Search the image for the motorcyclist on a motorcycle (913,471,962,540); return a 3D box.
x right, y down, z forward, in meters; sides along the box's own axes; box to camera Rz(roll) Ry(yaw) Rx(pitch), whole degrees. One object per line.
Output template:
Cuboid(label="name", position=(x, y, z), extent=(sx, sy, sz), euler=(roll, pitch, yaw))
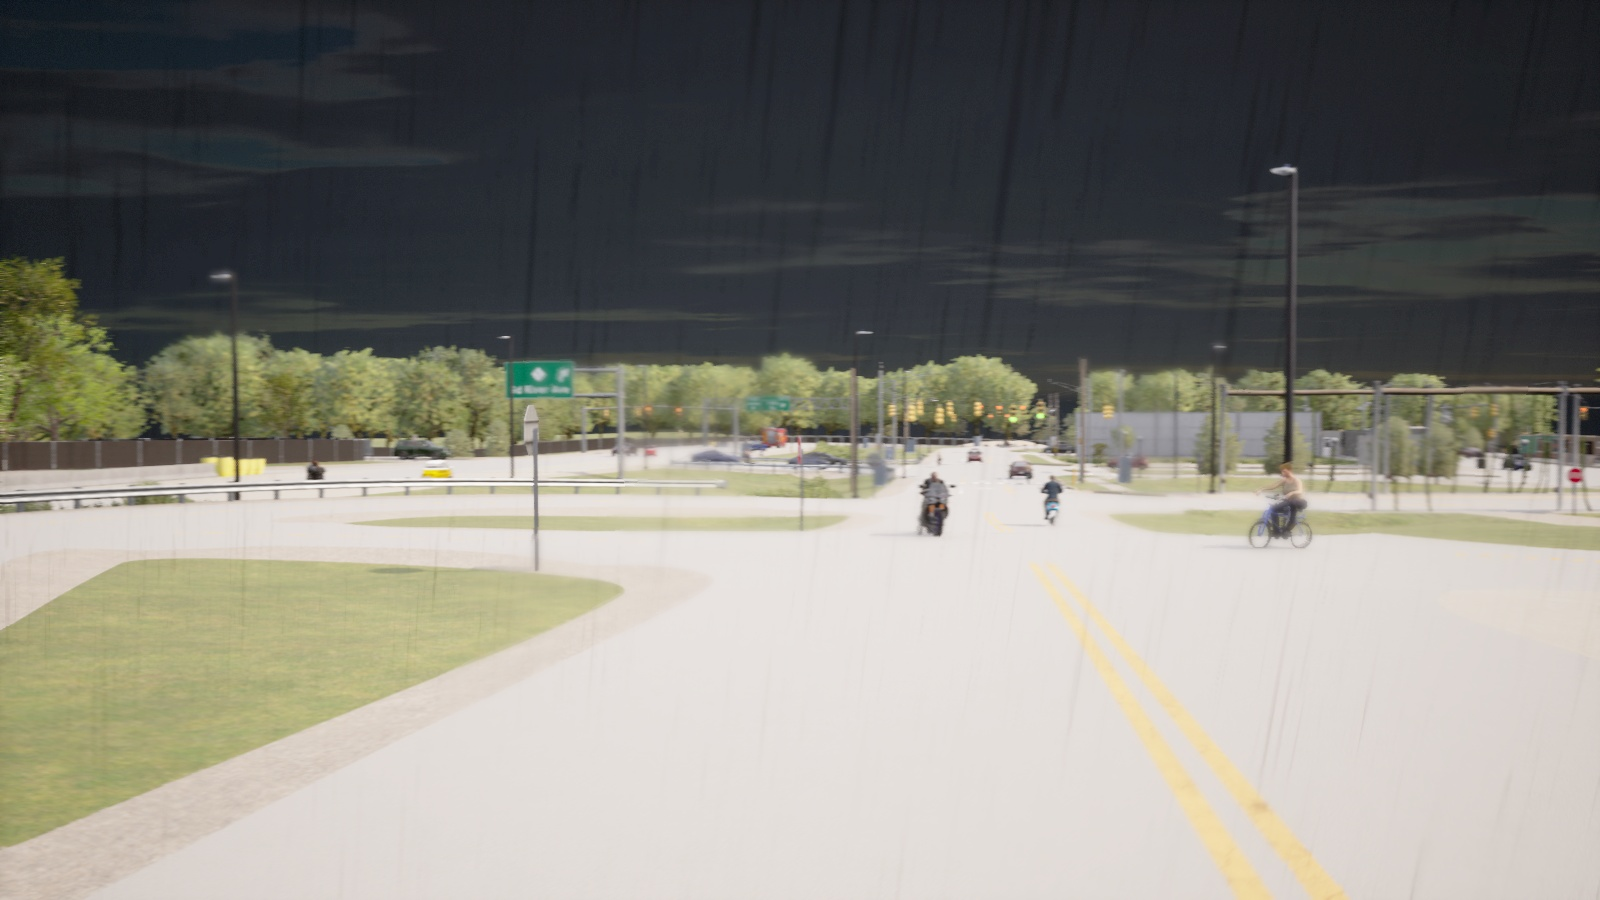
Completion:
Cuboid(label="motorcyclist on a motorcycle", position=(3.150, 1.264, 29.018), extent=(0.866, 1.530, 2.191), euler=(0, -2, 0))

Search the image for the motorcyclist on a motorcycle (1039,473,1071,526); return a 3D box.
Cuboid(label="motorcyclist on a motorcycle", position=(7.915, 1.527, 39.007), extent=(0.866, 1.590, 1.817), euler=(0, -2, 9))

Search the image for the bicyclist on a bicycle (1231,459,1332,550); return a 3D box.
Cuboid(label="bicyclist on a bicycle", position=(8.942, 1.008, 23.331), extent=(1.509, 1.612, 0.866), euler=(1, 1, -21))

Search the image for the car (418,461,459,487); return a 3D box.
Cuboid(label="car", position=(-20.934, 1.380, 72.818), extent=(1.481, 1.376, 2.207), euler=(0, 1, 8))

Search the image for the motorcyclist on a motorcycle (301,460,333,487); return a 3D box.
Cuboid(label="motorcyclist on a motorcycle", position=(-27.997, 1.346, 72.845), extent=(0.797, 1.523, 2.044), euler=(0, 1, 8))
